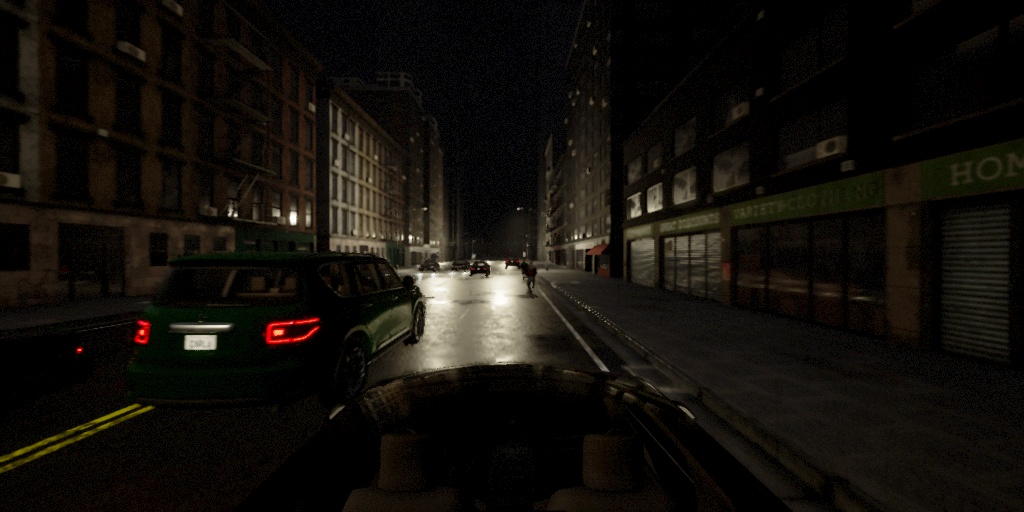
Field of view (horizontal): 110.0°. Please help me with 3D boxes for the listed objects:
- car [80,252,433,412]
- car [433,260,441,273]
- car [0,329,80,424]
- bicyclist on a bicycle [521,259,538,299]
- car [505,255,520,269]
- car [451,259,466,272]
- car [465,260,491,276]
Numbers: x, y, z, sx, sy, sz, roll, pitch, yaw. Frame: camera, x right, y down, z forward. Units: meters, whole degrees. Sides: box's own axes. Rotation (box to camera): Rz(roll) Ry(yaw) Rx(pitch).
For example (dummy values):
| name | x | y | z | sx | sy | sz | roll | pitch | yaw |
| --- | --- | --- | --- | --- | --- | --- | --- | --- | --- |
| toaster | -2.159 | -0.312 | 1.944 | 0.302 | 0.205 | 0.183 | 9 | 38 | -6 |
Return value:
| name | x | y | z | sx | sy | sz | roll | pitch | yaw |
| --- | --- | --- | --- | --- | --- | --- | --- | --- | --- |
| car | -3.150 | 0.965 | 6.310 | 2.150 | 2.045 | 5.566 | 0 | 0 | 0 |
| car | -9.835 | 1.225 | 43.075 | 1.812 | 1.442 | 4.674 | 0 | 0 | 0 |
| car | -6.599 | 1.296 | 2.440 | 2.033 | 1.411 | 5.357 | 0 | 0 | 0 |
| bicyclist on a bicycle | 0.892 | 1.103 | 16.747 | 0.659 | 1.776 | 1.843 | 0 | 0 | 0 |
| car | 0.076 | 0.905 | 54.980 | 2.150 | 2.045 | 5.566 | 0 | 0 | 0 |
| car | -6.579 | 1.173 | 46.028 | 1.882 | 1.535 | 5.008 | 0 | 0 | 0 |
| car | -3.153 | 1.256 | 36.369 | 2.033 | 1.411 | 5.357 | 0 | 0 | 0 |
